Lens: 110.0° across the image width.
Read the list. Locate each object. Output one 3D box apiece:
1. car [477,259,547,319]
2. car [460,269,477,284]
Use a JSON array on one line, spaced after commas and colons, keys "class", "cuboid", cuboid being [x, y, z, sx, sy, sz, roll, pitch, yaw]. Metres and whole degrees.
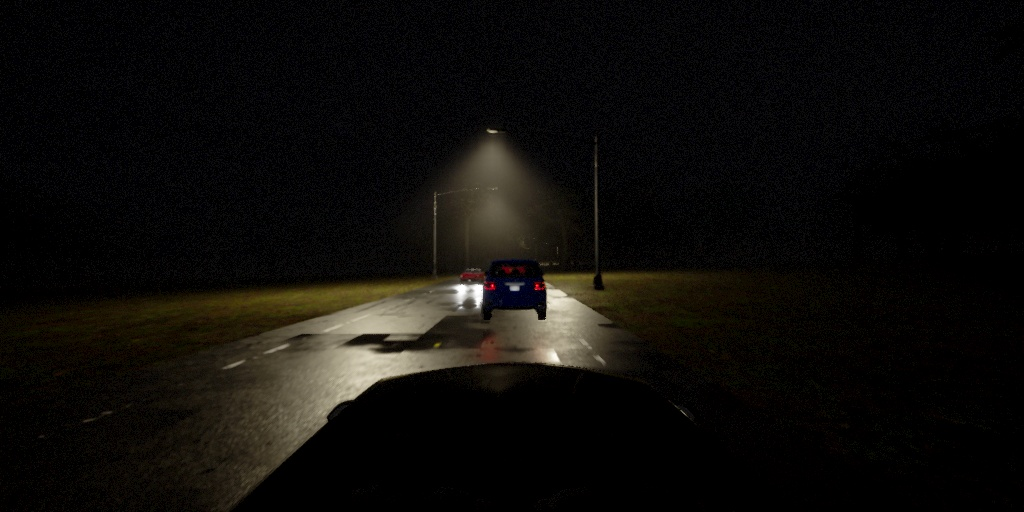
[{"class": "car", "cuboid": [0.091, 1.147, 13.777, 2.150, 2.045, 5.566, 0, -1, 0]}, {"class": "car", "cuboid": [-3.606, 1.824, 32.767, 1.895, 1.301, 4.718, 0, -1, 0]}]
